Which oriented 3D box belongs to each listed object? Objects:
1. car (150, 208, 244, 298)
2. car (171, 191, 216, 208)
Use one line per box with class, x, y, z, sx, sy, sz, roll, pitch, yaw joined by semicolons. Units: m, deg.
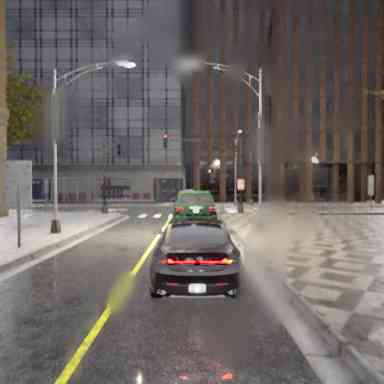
car;0.087;1.375;8.153;1.837;1.490;4.892;0;1;0
car;0.049;0.936;18.139;2.150;2.045;5.566;0;1;-3
